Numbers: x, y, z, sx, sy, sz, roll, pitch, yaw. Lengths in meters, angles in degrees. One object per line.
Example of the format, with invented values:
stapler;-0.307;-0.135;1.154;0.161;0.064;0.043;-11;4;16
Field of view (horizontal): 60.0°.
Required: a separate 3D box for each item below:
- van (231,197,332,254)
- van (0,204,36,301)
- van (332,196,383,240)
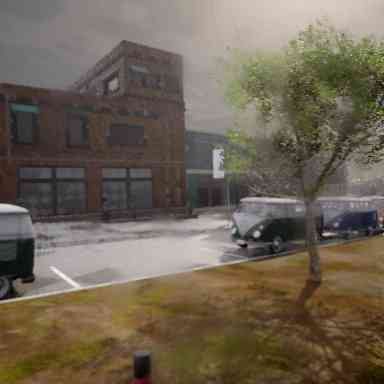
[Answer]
van;3.407;1.225;13.163;4.442;1.987;1.878;2;0;-41
van;-5.548;1.209;6.459;4.442;1.987;1.878;1;0;-36
van;7.665;1.248;16.769;4.442;1.987;1.878;2;0;-42
